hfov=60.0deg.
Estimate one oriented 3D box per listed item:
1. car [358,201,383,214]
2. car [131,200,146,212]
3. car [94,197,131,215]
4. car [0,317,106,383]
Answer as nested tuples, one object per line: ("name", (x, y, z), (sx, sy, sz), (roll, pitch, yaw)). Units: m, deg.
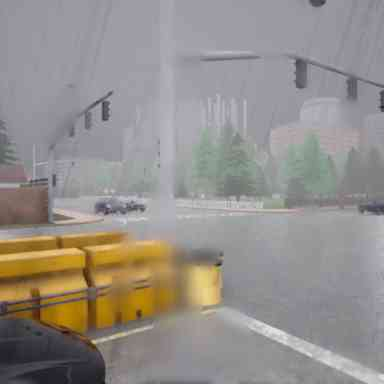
("car", (19.585, 1.602, 35.227), (4.718, 1.301, 1.895), (0, 0, -34))
("car", (-7.063, 1.602, 38.233), (1.895, 1.301, 4.718), (0, 0, -33))
("car", (-8.294, 1.353, 33.740), (2.097, 1.767, 4.553), (0, 0, -33))
("car", (-2.922, 1.478, 1.701), (5.008, 1.535, 1.882), (0, 0, -36))
